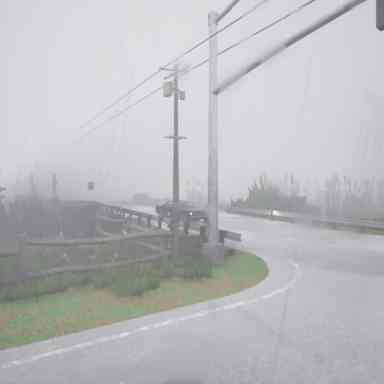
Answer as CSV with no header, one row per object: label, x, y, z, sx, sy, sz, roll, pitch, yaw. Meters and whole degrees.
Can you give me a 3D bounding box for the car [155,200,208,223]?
car,-0.573,1.245,21.586,1.895,1.301,4.718,0,3,-32
